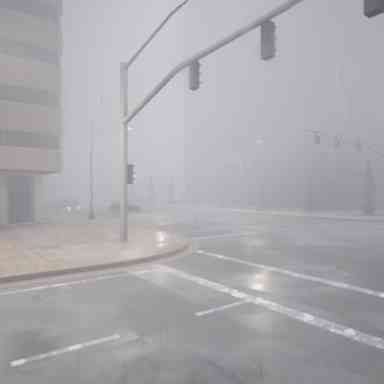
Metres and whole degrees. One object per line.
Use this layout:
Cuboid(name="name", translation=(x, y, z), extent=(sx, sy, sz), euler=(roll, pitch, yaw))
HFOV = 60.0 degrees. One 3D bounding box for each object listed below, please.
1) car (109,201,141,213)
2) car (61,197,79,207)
Cuboid(name="car", translation=(-7.479, 1.660, 37.056), extent=(1.895, 1.301, 4.718), euler=(0, 0, -36))
Cuboid(name="car", translation=(-19.911, 1.539, 54.270), extent=(1.882, 1.535, 5.008), euler=(0, 0, -36))
